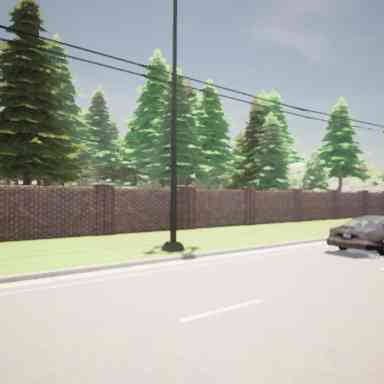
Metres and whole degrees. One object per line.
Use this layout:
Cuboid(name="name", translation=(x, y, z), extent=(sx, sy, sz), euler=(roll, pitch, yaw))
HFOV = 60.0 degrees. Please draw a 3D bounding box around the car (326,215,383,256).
Cuboid(name="car", translation=(7.733, 1.681, 13.685), extent=(5.357, 1.411, 2.033), euler=(1, 0, -35))
